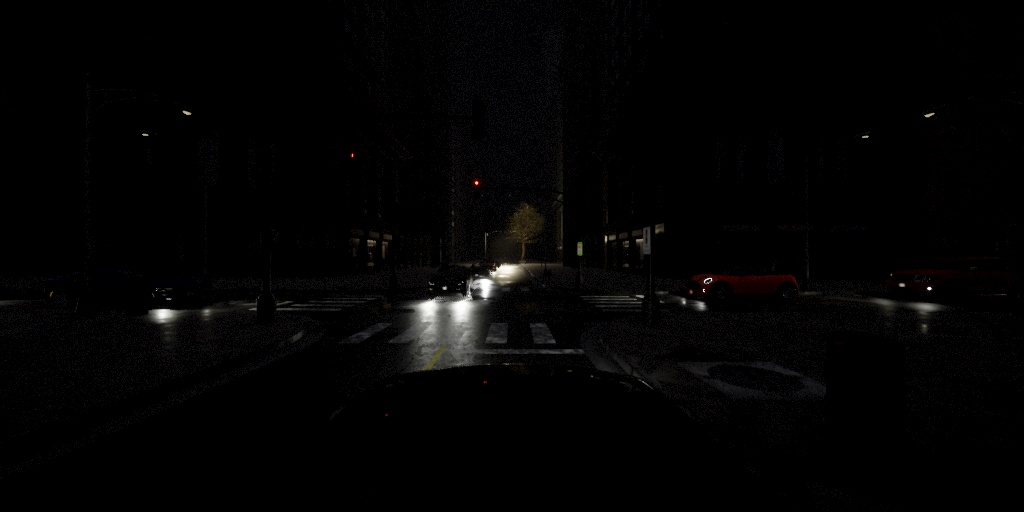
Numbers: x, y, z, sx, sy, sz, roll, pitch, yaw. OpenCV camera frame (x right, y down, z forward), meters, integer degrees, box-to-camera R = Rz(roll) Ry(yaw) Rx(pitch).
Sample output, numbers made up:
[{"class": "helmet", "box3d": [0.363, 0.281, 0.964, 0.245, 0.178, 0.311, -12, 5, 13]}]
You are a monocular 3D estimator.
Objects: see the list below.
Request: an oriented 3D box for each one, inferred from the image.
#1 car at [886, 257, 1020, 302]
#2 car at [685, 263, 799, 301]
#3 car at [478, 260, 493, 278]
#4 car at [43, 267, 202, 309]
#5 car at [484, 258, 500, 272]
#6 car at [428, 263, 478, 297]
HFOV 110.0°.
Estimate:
[{"class": "car", "box3d": [21.363, 1.040, 17.076, 5.566, 2.045, 2.150, 0, 0, 0]}, {"class": "car", "box3d": [10.785, 1.138, 17.088, 4.553, 1.767, 2.097, 0, 0, 0]}, {"class": "car", "box3d": [-3.089, 1.352, 33.783, 1.895, 1.301, 4.718, 0, 0, 0]}, {"class": "car", "box3d": [-14.907, 1.176, 13.895, 5.008, 1.535, 1.882, 0, 0, 2]}, {"class": "car", "box3d": [-3.076, 1.114, 46.996, 2.097, 1.767, 4.553, 0, 0, 0]}, {"class": "car", "box3d": [-3.087, 1.256, 18.883, 1.837, 1.490, 4.892, 0, -1, 0]}]
